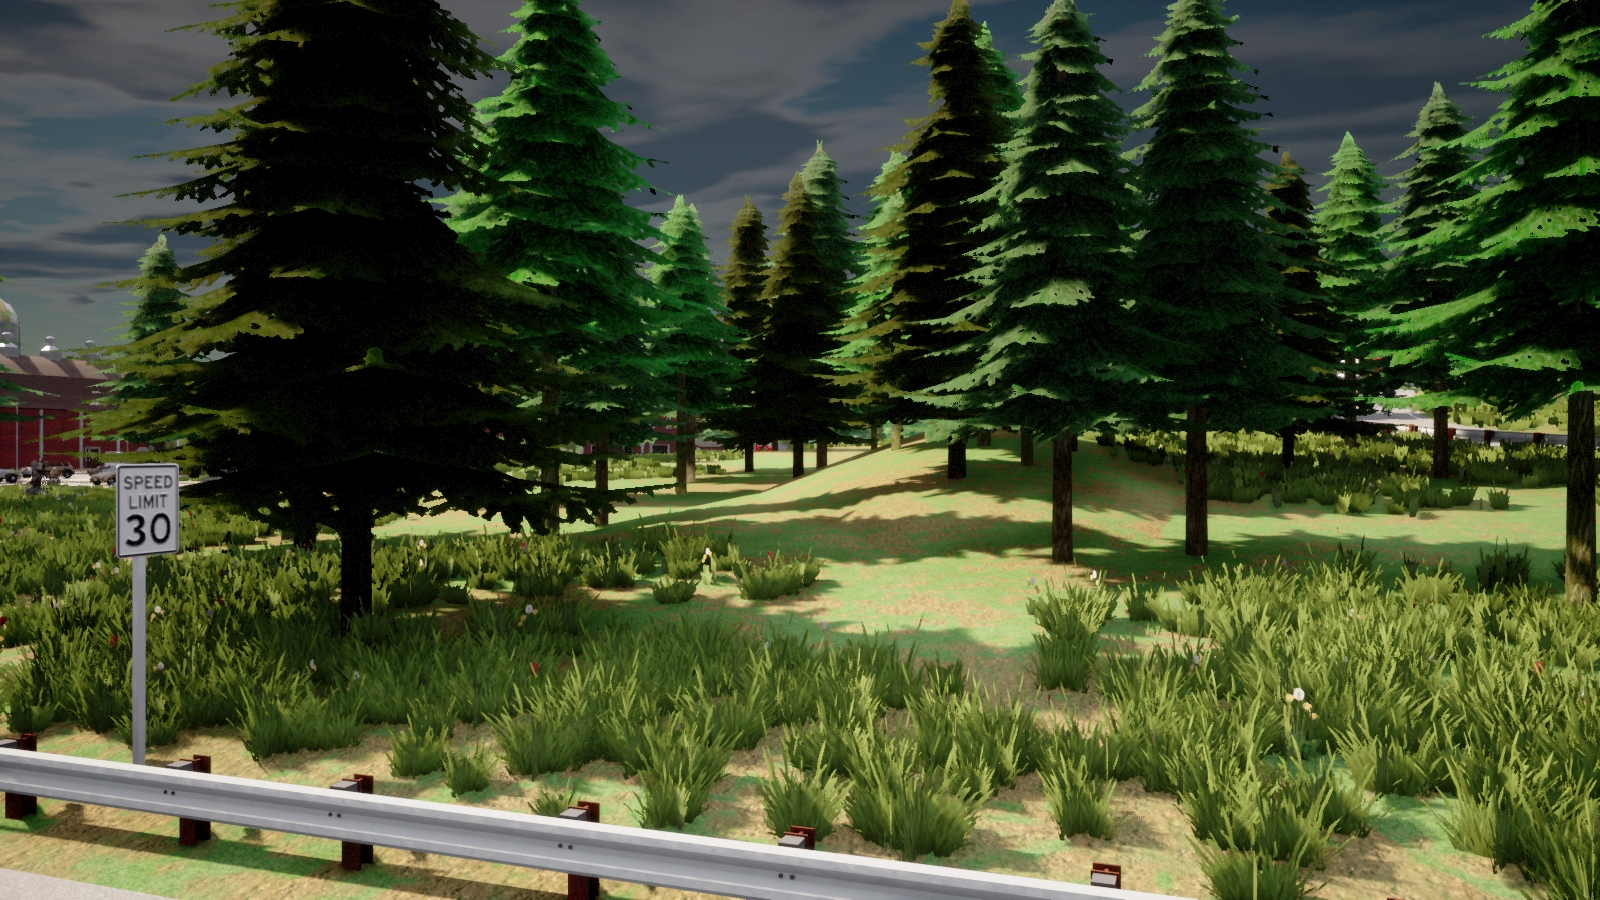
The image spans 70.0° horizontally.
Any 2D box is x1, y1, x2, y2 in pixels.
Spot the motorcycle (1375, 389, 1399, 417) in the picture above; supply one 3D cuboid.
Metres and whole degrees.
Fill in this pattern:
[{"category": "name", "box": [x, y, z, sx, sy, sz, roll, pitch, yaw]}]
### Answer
[{"category": "motorcycle", "box": [30.193, -2.436, 58.798, 0.856, 1.316, 1.805, 1, 5, 20]}]
